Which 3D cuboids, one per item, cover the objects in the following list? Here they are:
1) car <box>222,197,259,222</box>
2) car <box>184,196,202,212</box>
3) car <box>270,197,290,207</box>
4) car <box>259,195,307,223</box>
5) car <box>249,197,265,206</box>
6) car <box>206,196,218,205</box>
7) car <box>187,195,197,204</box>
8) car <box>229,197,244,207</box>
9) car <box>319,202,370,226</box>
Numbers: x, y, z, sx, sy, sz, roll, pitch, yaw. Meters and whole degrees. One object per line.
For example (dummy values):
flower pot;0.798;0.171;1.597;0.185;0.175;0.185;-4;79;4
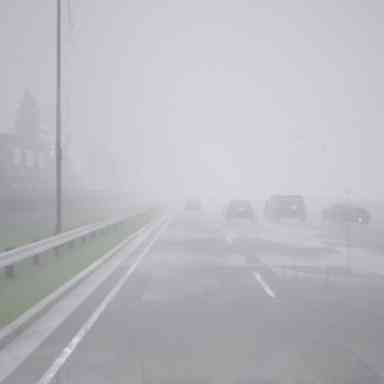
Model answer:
car;3.590;1.348;26.294;2.097;1.767;4.553;0;0;0
car;0.090;1.485;37.742;2.128;1.511;4.902;0;0;0
car;14.084;1.556;53.395;1.994;1.385;4.181;0;0;0
car;7.093;1.217;25.815;2.150;2.045;5.566;0;0;0
car;10.584;1.517;54.416;1.812;1.442;4.674;0;0;0
car;3.584;1.494;59.101;1.837;1.490;4.892;0;0;0
car;0.082;1.466;64.982;1.882;1.535;5.008;0;0;0
car;7.085;1.555;53.305;1.994;1.385;4.181;0;0;0
car;10.595;1.501;23.395;1.837;1.490;4.892;0;0;0
